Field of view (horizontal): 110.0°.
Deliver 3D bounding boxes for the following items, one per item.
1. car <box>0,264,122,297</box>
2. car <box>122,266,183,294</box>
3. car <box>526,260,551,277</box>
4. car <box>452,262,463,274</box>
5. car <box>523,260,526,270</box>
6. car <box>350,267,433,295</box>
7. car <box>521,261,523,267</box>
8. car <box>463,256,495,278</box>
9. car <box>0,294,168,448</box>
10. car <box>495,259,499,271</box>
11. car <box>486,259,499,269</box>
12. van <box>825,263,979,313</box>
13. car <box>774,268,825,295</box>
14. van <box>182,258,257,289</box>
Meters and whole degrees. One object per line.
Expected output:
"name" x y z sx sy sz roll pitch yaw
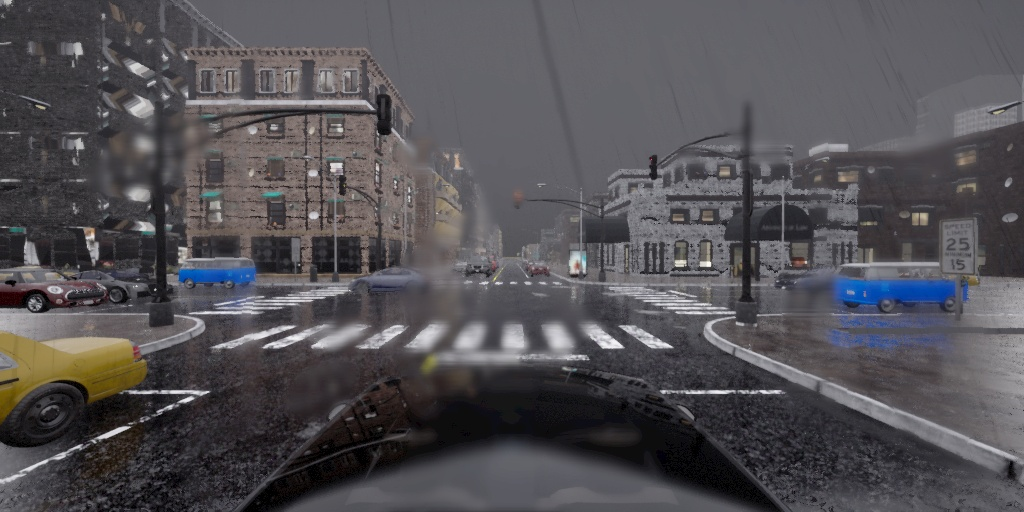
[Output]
"car" -17.724 1.190 13.309 4.097 1.591 1.967 0 0 0
"car" -17.736 1.296 15.892 4.181 1.385 1.994 0 0 0
"car" 2.684 1.196 35.254 1.967 1.591 4.097 0 0 0
"car" -5.698 1.311 40.937 2.007 1.370 4.403 0 0 0
"car" 2.682 1.347 46.647 1.802 1.307 4.207 0 0 0
"car" -6.351 1.292 19.179 4.181 1.385 1.994 0 0 0
"car" 2.681 1.321 52.344 2.007 1.370 4.403 0 0 0
"car" -3.100 0.977 34.763 2.150 2.045 5.566 0 0 0
"car" -5.692 1.275 2.615 1.751 1.417 4.829 0 0 0
"car" -3.105 0.986 45.073 2.150 2.045 5.566 0 0 0
"car" -3.091 1.302 57.137 1.812 1.442 4.674 0 0 0
"van" 14.653 1.156 13.555 3.998 1.789 1.690 0 0 0
"car" 17.364 1.327 19.362 5.357 1.411 2.033 0 0 0
"van" -17.769 1.030 21.689 3.998 1.789 1.690 0 0 0
